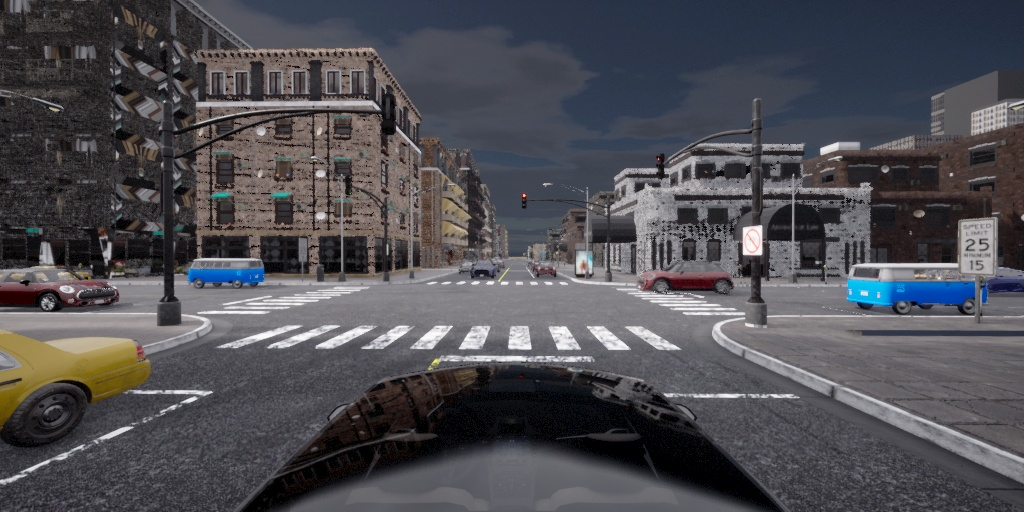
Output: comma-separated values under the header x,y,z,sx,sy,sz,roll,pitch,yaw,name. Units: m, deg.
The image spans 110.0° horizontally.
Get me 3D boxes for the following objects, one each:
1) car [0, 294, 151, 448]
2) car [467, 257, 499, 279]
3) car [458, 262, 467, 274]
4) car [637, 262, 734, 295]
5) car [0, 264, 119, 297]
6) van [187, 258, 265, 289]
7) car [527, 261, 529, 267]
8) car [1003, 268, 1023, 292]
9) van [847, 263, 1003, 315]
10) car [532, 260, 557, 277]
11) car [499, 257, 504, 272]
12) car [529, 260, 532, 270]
x,y,z,sx,sy,sz,roll,pitch,yaw,name
-5.680,1.275,2.629,1.751,1.417,4.829,0,0,1,car
-2.569,1.106,33.154,2.097,1.767,4.553,0,0,1,car
-5.029,1.311,40.945,2.007,1.370,4.403,0,0,1,car
9.241,1.109,19.413,4.553,1.767,2.097,0,0,5,car
-17.528,1.190,13.527,4.097,1.591,1.967,0,0,1,car
-17.429,1.030,21.907,3.998,1.789,1.690,0,0,1,van
3.544,1.321,52.207,2.007,1.370,4.403,0,0,1,car
24.999,1.325,18.905,4.674,1.442,1.812,0,0,1,car
14.849,1.156,13.218,3.998,1.789,1.690,0,0,1,van
3.254,1.195,35.119,1.967,1.591,4.097,0,0,1,car
-2.396,1.255,43.346,2.128,1.511,4.902,0,0,1,car
3.447,1.347,46.511,1.802,1.307,4.207,0,0,1,car
